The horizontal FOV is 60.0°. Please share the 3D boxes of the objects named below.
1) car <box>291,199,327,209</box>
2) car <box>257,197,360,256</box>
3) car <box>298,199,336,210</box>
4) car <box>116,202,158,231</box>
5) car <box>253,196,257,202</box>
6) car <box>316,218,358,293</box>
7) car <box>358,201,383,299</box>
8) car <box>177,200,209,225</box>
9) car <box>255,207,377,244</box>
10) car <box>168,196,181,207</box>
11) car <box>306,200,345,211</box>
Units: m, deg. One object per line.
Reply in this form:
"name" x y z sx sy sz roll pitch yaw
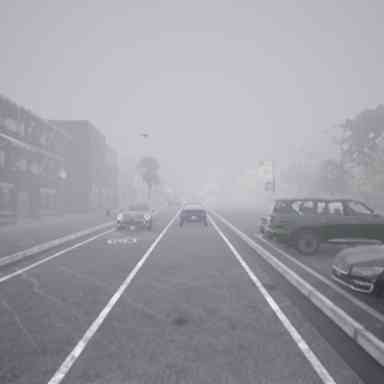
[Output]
"car" 18.694 1.871 53.256 4.892 1.521 2.231 0 -1 0
"car" 5.623 1.245 12.794 5.566 2.045 2.435 0 0 0
"car" 18.703 1.838 49.983 5.008 1.535 2.097 0 -1 0
"car" -3.351 1.440 20.997 2.097 1.767 4.553 0 -1 0
"car" 18.677 2.215 84.036 4.674 1.452 2.002 0 -1 0
"car" 5.599 1.476 7.189 4.892 1.521 2.231 0 0 0
"car" 5.622 1.219 4.384 5.566 2.045 2.435 0 0 0
"car" 0.099 1.607 25.013 1.882 1.535 5.008 0 -1 0
"car" 5.590 1.514 15.594 4.892 1.521 2.231 0 0 0
"car" -3.274 1.733 62.541 2.150 2.045 5.566 0 -1 0
"car" 18.693 1.847 46.834 4.674 1.452 2.002 0 -1 0
